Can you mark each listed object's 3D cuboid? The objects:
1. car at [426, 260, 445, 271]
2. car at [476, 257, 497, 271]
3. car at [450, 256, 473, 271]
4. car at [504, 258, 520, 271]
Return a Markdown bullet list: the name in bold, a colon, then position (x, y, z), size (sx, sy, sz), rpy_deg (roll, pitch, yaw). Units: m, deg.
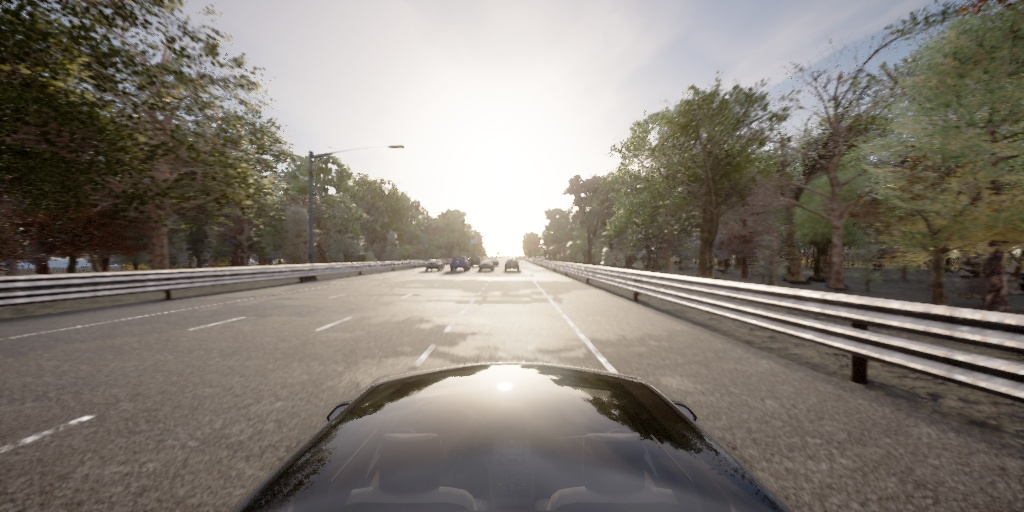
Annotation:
- **car**: position (-10.501, 1.285, 49.195), size (1.837, 1.490, 4.892), rpy_deg (0, 0, 0)
- **car**: position (-3.500, 1.303, 49.544), size (1.812, 1.442, 4.674), rpy_deg (0, 0, 0)
- **car**: position (-7.003, 0.995, 48.952), size (2.150, 2.045, 5.566), rpy_deg (0, 0, 0)
- **car**: position (-0.001, 1.128, 49.491), size (2.097, 1.767, 4.553), rpy_deg (0, 0, 0)
